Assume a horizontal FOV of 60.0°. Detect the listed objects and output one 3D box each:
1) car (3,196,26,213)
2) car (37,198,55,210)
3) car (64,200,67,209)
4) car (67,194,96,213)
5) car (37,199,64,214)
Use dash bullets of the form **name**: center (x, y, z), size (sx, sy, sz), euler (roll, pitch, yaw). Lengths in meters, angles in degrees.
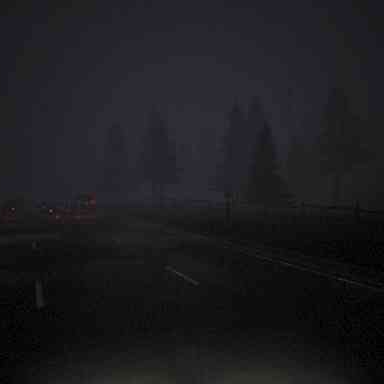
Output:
- **car**: center (-20.068, 1.505, 37.505), size (1.837, 1.490, 4.892), euler (0, 0, -26)
- **car**: center (-19.037, 1.564, 43.332), size (1.994, 1.385, 4.181), euler (0, 0, -27)
- **car**: center (-16.581, 1.526, 46.124), size (1.812, 1.442, 4.674), euler (0, 0, -26)
- **car**: center (-12.317, 1.221, 37.468), size (2.150, 2.045, 5.566), euler (0, 0, -26)
- **car**: center (-15.171, 1.601, 35.481), size (1.895, 1.301, 4.718), euler (0, 0, -26)
